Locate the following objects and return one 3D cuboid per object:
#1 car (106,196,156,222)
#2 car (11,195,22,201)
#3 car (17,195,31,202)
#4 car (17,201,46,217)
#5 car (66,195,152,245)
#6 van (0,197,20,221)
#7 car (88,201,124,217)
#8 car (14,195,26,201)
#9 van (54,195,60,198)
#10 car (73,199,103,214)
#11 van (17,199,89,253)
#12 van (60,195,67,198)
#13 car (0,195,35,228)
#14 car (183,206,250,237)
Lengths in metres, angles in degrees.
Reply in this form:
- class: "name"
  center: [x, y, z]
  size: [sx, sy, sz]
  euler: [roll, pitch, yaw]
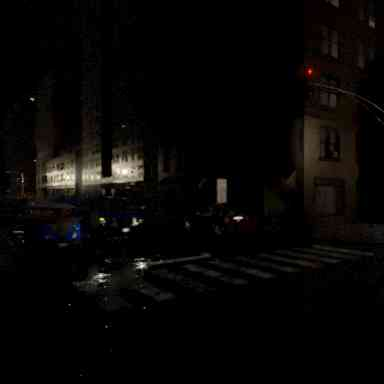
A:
- class: "car"
  center: [-5.157, 1.322, 27.540]
  size: [2.192, 1.841, 5.009]
  euler: [0, 0, -35]
- class: "car"
  center: [-43.483, 1.442, 82.521]
  size: [1.947, 1.339, 4.313]
  euler: [0, 0, -35]
- class: "car"
  center: [-37.096, 1.454, 73.358]
  size: [2.008, 1.369, 4.403]
  euler: [0, 0, -35]
- class: "car"
  center: [-15.911, 1.593, 32.897]
  size: [1.895, 1.301, 4.718]
  euler: [0, 0, -35]
- class: "car"
  center: [-4.236, 1.230, 16.171]
  size: [2.150, 2.045, 5.566]
  euler: [0, 0, -33]
- class: "van"
  center: [-15.336, 1.338, 27.234]
  size: [1.690, 1.788, 3.998]
  euler: [0, 0, -35]
- class: "car"
  center: [-8.351, 1.568, 32.121]
  size: [1.947, 1.339, 4.313]
  euler: [0, 0, -35]
- class: "car"
  center: [-40.289, 1.455, 77.939]
  size: [1.947, 1.339, 4.313]
  euler: [0, 0, -35]
- class: "van"
  center: [-17.932, 1.317, 45.867]
  size: [1.690, 1.788, 3.998]
  euler: [0, 0, -35]
- class: "car"
  center: [-11.545, 1.545, 36.704]
  size: [2.008, 1.369, 4.403]
  euler: [0, 0, -35]
- class: "van"
  center: [-5.754, 1.349, 13.486]
  size: [1.690, 1.788, 3.998]
  euler: [0, 0, -35]
- class: "van"
  center: [-14.738, 1.327, 41.286]
  size: [1.690, 1.788, 3.998]
  euler: [0, 0, -35]
- class: "car"
  center: [-12.143, 1.317, 22.652]
  size: [2.192, 1.841, 5.009]
  euler: [0, 0, -35]
- class: "car"
  center: [1.231, 1.452, 18.376]
  size: [1.967, 1.590, 4.097]
  euler: [0, 0, -35]
